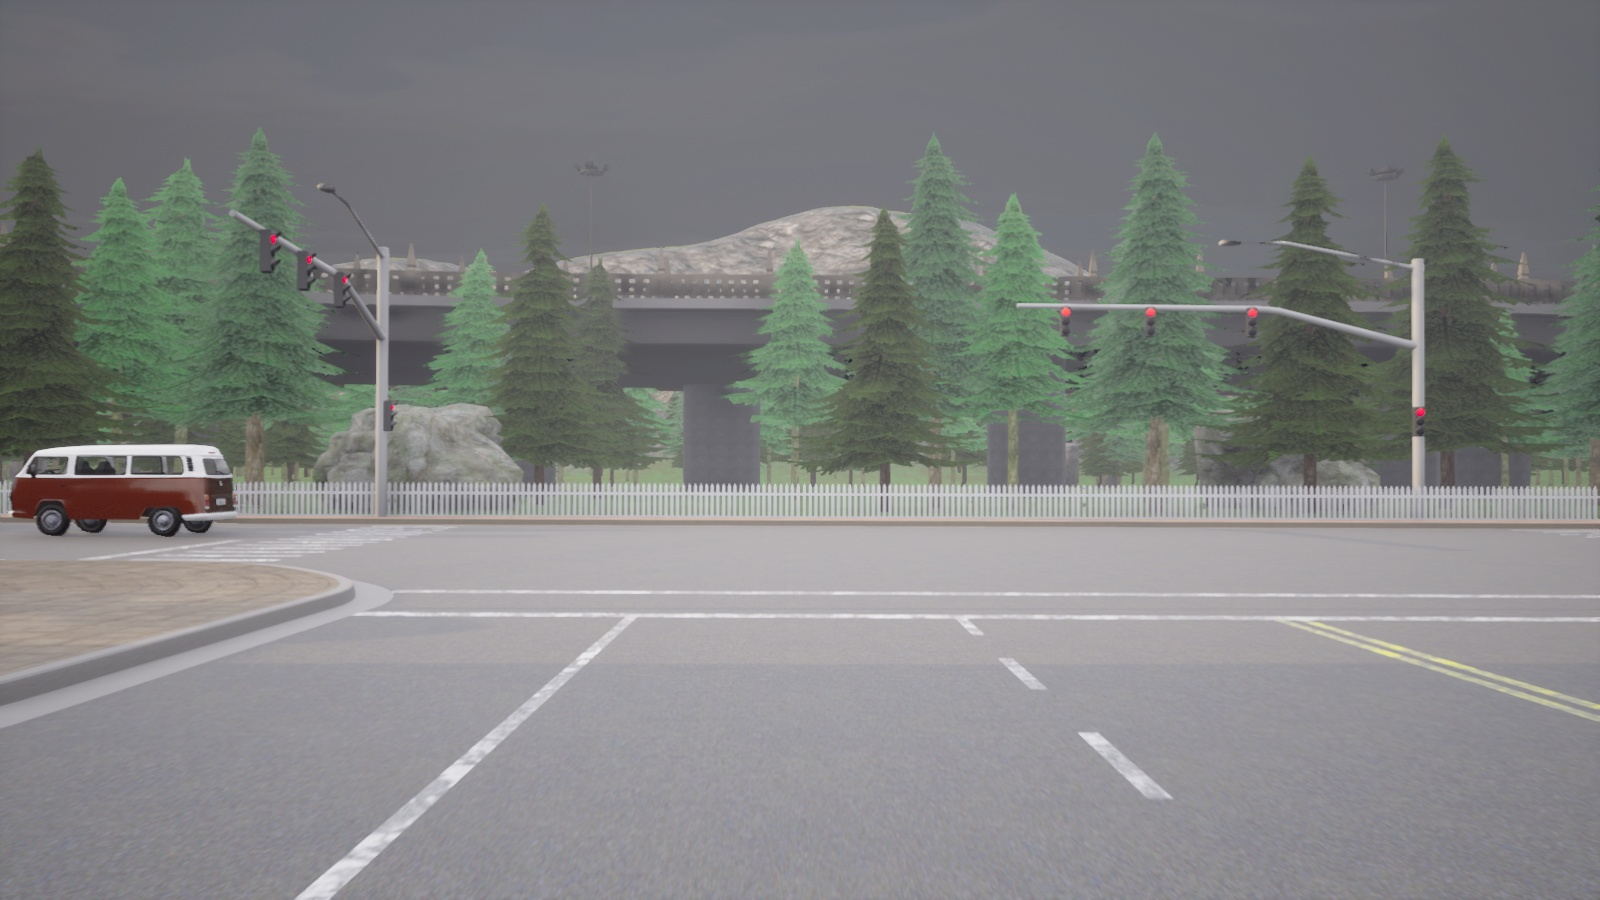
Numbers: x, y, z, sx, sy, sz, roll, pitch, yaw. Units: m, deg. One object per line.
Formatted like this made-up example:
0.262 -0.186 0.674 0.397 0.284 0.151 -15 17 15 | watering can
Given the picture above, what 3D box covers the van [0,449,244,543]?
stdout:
-15.282 1.020 28.402 4.480 2.038 2.069 0 -1 0 | van
